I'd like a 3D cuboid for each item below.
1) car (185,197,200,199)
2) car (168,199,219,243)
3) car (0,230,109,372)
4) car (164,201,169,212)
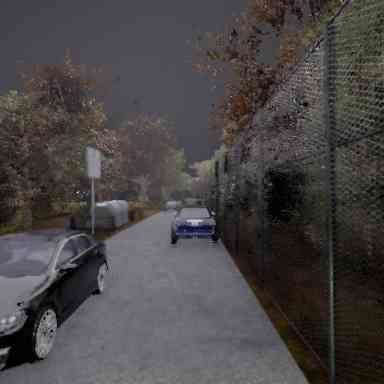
[{"bbox_3d":[0.050,1.579,38.678,2.150,2.045,5.566,0,-1,-1],"label":"car"},{"bbox_3d":[0.101,1.409,16.414,2.097,1.767,4.553,0,-1,-1],"label":"car"},{"bbox_3d":[-2.856,1.499,5.943,2.128,1.511,4.902,0,0,0],"label":"car"},{"bbox_3d":[-2.895,2.064,47.859,1.837,1.490,4.892,0,-2,1],"label":"car"}]
